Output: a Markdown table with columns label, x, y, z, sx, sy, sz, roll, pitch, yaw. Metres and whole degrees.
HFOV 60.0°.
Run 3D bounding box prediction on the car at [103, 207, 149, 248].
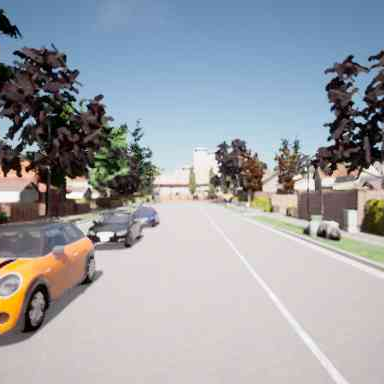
| label | x | y | z | sx | sy | sz | roll | pitch | yaw |
| --- | --- | --- | --- | --- | --- | --- | --- | --- | --- |
| car | -3.602 | 1.718 | 16.215 | 2.128 | 1.511 | 4.902 | 0 | -1 | 0 |

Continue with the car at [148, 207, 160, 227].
| label | x | y | z | sx | sy | sz | roll | pitch | yaw |
| --- | --- | --- | --- | --- | --- | --- | --- | --- | --- |
| car | -3.588 | 1.888 | 26.054 | 1.812 | 1.442 | 4.674 | 0 | -1 | 0 |

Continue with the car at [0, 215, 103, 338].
| label | x | y | z | sx | sy | sz | roll | pitch | yaw |
| --- | --- | --- | --- | --- | --- | --- | --- | --- | --- |
| car | -3.602 | 1.451 | 6.968 | 2.097 | 1.767 | 4.553 | 0 | -1 | 0 |
